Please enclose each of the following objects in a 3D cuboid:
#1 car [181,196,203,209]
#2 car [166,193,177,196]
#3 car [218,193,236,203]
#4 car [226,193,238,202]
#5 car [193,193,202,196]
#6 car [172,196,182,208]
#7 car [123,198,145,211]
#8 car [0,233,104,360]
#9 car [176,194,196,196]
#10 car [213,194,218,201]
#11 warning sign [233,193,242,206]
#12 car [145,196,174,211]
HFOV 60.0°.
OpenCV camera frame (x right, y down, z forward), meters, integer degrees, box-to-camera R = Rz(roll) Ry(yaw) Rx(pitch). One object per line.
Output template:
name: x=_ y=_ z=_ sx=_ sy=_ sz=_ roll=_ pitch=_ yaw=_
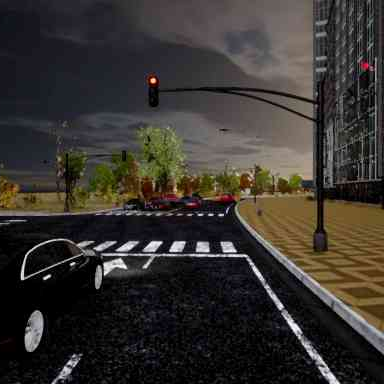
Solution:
car: x=0.199 y=1.567 z=45.966 sx=1.994 sy=1.385 sz=4.181 roll=0 pitch=0 yaw=8
car: x=-3.987 y=1.226 z=62.191 sx=2.150 sy=2.045 sz=5.566 roll=0 pitch=0 yaw=10
car: x=7.249 y=1.234 z=68.134 sx=2.150 sy=2.045 sz=5.566 roll=0 pitch=0 yaw=11
car: x=9.787 y=1.246 z=80.433 sx=2.150 sy=2.045 sz=5.566 roll=0 pitch=0 yaw=14
car: x=0.931 y=1.234 z=70.450 sx=2.150 sy=2.045 sz=5.566 roll=0 pitch=0 yaw=11
car: x=-2.789 y=1.603 z=49.330 sx=1.895 sy=1.301 sz=4.718 roll=0 pitch=0 yaw=8
car: x=-7.104 y=1.524 z=41.486 sx=1.812 sy=1.442 sz=4.674 roll=0 pitch=0 yaw=7
car: x=-3.011 y=1.504 z=5.935 sx=1.837 sy=1.490 sz=4.892 roll=0 pitch=0 yaw=1
car: x=-1.054 y=1.531 z=60.097 sx=1.812 sy=1.442 sz=4.674 roll=0 pitch=0 yaw=10
car: x=6.481 y=1.373 z=80.573 sx=2.097 sy=1.767 sz=4.553 roll=0 pitch=0 yaw=14
warning sign: x=6.554 y=1.122 z=48.257 sx=1.300 sy=1.860 sz=1.060 roll=0 pitch=0 yaw=8
car: x=-3.926 y=1.564 z=40.701 sx=1.994 sy=1.385 sz=4.181 roll=0 pitch=0 yaw=7
